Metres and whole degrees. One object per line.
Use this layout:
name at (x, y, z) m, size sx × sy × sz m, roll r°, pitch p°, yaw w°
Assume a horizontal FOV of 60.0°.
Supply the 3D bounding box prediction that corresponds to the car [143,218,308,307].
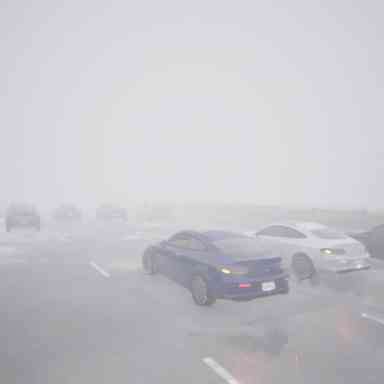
car at (0.323, 1.597, 8.211) m, size 1.812 × 1.442 × 4.674 m, roll 1°, pitch -1°, yaw -29°

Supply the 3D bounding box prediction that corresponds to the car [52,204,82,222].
car at (-10.754, 1.732, 28.463) m, size 1.994 × 1.385 × 4.181 m, roll 1°, pitch -1°, yaw -29°

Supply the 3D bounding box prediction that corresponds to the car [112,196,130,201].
car at (-14.698, 1.690, 68.654) m, size 3.866 × 1.878 × 1.905 m, roll 1°, pitch -1°, yaw -29°

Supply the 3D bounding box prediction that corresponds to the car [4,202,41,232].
car at (-10.669, 1.598, 21.016) m, size 2.128 × 1.511 × 4.902 m, roll 1°, pitch -1°, yaw -29°

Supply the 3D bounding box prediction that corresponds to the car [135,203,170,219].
car at (-3.654, 1.705, 30.071) m, size 1.882 × 1.535 × 5.008 m, roll 1°, pitch -1°, yaw -29°

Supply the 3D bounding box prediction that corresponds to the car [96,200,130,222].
car at (-6.980, 1.722, 28.859) m, size 1.812 × 1.442 × 4.674 m, roll 1°, pitch -1°, yaw -29°

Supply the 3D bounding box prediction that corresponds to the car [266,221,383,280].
car at (3.104, 1.634, 10.420) m, size 1.812 × 1.442 × 4.674 m, roll 1°, pitch -1°, yaw -29°
